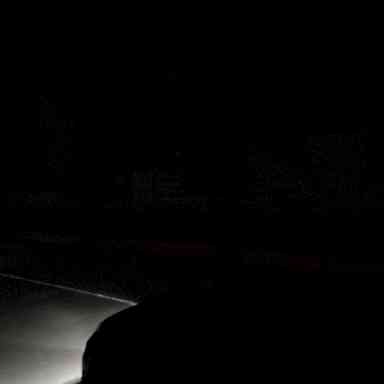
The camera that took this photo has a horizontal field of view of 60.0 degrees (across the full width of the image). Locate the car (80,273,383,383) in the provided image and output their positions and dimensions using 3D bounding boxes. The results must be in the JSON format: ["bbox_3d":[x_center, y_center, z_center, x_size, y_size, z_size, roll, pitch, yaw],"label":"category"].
[{"bbox_3d":[0.843,1.557,3.231,4.181,1.385,1.994,-1,0,34],"label":"car"}]
